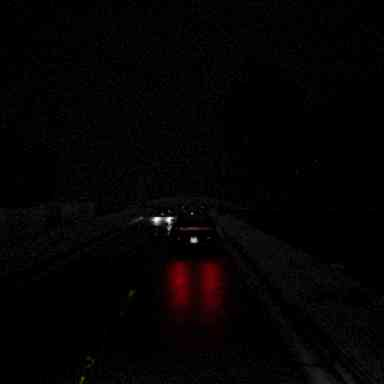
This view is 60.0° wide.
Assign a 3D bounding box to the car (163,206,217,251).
[{"bbox_3d":[0.076,1.603,14.723,2.128,1.511,4.902,0,-1,0],"label":"car"}]

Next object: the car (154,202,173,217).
[{"bbox_3d":[-2.835,1.799,34.786,2.033,1.411,5.357,0,0,0],"label":"car"}]

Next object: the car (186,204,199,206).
[{"bbox_3d":[0.068,1.782,29.797,1.994,1.385,4.181,0,0,0],"label":"car"}]
